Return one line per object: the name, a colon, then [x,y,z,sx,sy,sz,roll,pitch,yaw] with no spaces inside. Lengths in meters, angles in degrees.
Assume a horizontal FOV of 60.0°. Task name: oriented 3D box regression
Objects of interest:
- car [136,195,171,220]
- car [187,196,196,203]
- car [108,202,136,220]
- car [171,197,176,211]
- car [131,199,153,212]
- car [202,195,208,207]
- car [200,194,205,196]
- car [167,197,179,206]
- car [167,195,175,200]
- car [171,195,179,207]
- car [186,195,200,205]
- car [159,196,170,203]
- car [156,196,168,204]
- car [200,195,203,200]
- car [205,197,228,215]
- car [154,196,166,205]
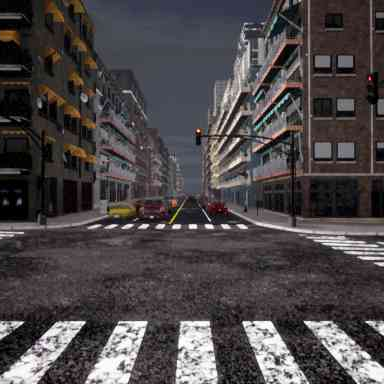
car: [-3.158,1.359,28.049,2.097,1.767,4.553,0,0,-1]
car: [-0.109,1.529,69.824,1.837,1.490,4.892,0,0,0]
car: [-5.766,1.532,27.796,1.752,1.417,4.829,1,0,0]
car: [-3.214,1.557,37.540,2.033,1.411,5.357,0,0,0]
car: [-5.800,1.554,39.013,1.887,1.381,4.507,1,0,0]
car: [2.582,1.450,39.024,1.967,1.590,4.097,1,0,0]
car: [2.755,1.380,81.814,2.097,1.767,4.553,0,0,0]
car: [-3.233,1.617,57.189,1.895,1.301,4.718,0,0,0]
car: [-5.966,1.587,94.247,2.008,1.369,4.403,1,0,0]
car: [-3.233,1.365,47.330,2.097,1.767,4.553,0,0,0]
car: [-0.081,1.495,59.555,1.882,1.535,5.008,0,0,0]
car: [-5.900,1.568,72.154,1.887,1.381,4.507,1,0,0]
car: [-5.883,1.572,66.630,2.008,1.369,4.403,1,0,0]
car: [2.547,1.596,50.071,1.802,1.307,4.206,1,0,0]
car: [2.597,1.553,33.500,1.887,1.381,4.507,1,0,0]
car: [-5.866,1.543,60.937,1.752,1.417,4.829,1,0,0]
